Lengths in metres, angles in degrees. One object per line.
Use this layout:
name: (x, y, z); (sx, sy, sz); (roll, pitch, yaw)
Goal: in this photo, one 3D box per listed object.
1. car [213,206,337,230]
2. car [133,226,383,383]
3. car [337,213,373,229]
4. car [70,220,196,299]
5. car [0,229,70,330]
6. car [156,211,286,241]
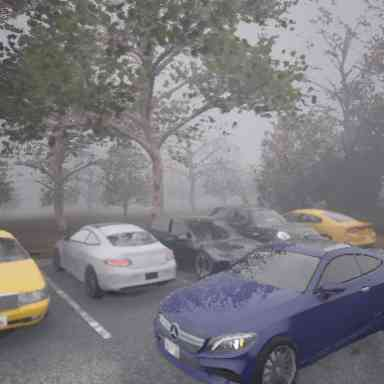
car: (2.262, 1.325, 11.694); (2.185, 1.767, 4.553); (0, 0, -35)
car: (1.669, 1.511, 5.140); (4.674, 1.442, 1.812); (0, 0, -35)
car: (4.543, 1.441, 13.270); (2.097, 1.535, 5.008); (0, 0, -35)
car: (-2.133, 1.509, 8.530); (2.002, 1.452, 4.674); (0, 0, -35)
car: (-4.285, 1.476, 6.777); (1.946, 1.575, 5.366); (0, 0, -35)
car: (0.141, 1.489, 10.113); (2.163, 1.488, 4.792); (0, 0, -35)
